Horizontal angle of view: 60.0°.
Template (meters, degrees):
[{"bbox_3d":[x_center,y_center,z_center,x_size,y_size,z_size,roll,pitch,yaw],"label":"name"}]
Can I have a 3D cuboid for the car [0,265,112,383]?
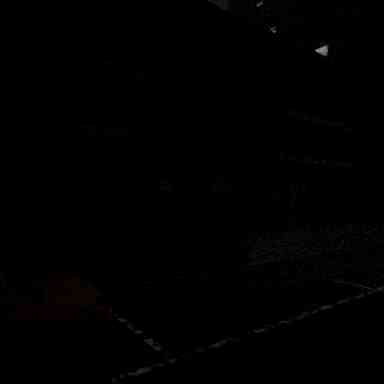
[{"bbox_3d":[-3.367,1.525,3.673,4.829,1.417,1.752,0,2,-35],"label":"car"}]
